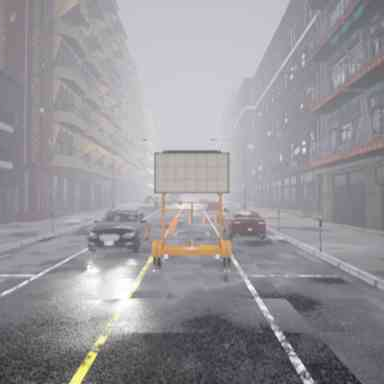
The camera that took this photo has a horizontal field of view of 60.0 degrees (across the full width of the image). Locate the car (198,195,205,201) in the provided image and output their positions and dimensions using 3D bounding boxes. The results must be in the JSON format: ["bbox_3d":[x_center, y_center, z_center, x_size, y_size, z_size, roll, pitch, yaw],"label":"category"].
[{"bbox_3d":[2.628,1.594,94.502,1.967,1.590,4.097,1,0,0],"label":"car"}]

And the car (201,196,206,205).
[{"bbox_3d":[2.619,1.567,44.723,2.008,1.369,4.403,1,0,0],"label":"car"}]

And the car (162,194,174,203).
[{"bbox_3d":[-5.233,1.393,72.444,2.192,1.841,5.009,1,0,0],"label":"car"}]

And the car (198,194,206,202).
[{"bbox_3d":[2.633,1.592,61.315,1.887,1.381,4.507,1,0,0],"label":"car"}]

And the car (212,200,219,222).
[{"bbox_3d":[2.602,1.520,22.771,1.752,1.417,4.829,1,0,0],"label":"car"}]

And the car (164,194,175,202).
[{"bbox_3d":[-5.228,1.409,77.974,2.192,1.841,5.009,1,0,0],"label":"car"}]

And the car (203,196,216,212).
[{"bbox_3d":[2.615,1.555,39.191,1.887,1.381,4.507,1,0,0],"label":"car"}]

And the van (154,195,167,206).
[{"bbox_3d":[-5.246,1.376,55.851,1.690,1.788,3.998,2,0,0],"label":"van"}]

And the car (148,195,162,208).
[{"bbox_3d":[-5.254,1.332,44.792,2.192,1.841,5.009,2,0,0],"label":"car"}]

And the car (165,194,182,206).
[{"bbox_3d":[-2.795,1.253,54.279,2.150,2.045,5.566,0,0,0],"label":"car"}]

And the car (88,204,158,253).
[{"bbox_3d":[-2.839,1.484,13.825,2.128,1.511,4.902,0,0,0],"label":"car"}]

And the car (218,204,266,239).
[{"bbox_3d":[2.597,1.538,17.069,1.887,1.381,4.507,1,0,0],"label":"car"}]

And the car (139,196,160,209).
[{"bbox_3d":[-5.265,1.535,39.091,1.752,1.417,4.829,2,0,0],"label":"car"}]

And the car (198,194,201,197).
[{"bbox_3d":[2.638,1.606,66.845,1.887,1.381,4.507,1,0,0],"label":"car"}]

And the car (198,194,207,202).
[{"bbox_3d":[2.622,1.427,83.439,2.192,1.841,5.009,1,0,0],"label":"car"}]

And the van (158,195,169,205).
[{"bbox_3d":[-5.242,1.389,61.383,1.690,1.788,3.998,1,0,0],"label":"van"}]

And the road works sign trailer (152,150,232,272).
[{"bbox_3d":[-0.002,0.458,10.750,2.380,3.560,2.880,0,0,0],"label":"road works sign trailer"}]

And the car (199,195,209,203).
[{"bbox_3d":[2.652,1.518,72.377,1.967,1.590,4.097,1,0,0],"label":"car"}]
